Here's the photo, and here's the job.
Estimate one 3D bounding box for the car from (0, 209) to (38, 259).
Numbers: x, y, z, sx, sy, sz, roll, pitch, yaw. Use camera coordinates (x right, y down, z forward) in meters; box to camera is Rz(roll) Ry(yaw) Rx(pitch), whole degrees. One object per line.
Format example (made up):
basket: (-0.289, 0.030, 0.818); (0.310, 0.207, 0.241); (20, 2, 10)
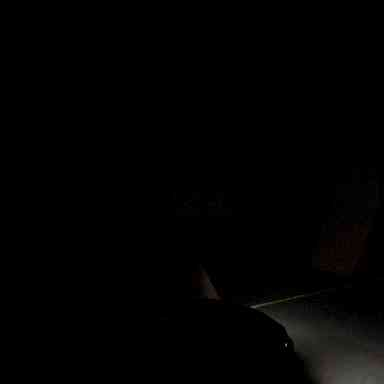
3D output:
car: (-7.981, 1.420, 11.006); (5.008, 1.535, 1.882); (1, 0, -34)

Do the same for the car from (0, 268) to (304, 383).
car: (-1.069, 1.518, 2.819); (4.674, 1.442, 1.812); (1, 0, -34)

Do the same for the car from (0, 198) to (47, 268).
car: (-5.413, 1.184, 8.588); (5.566, 2.045, 2.150); (1, 0, -34)
